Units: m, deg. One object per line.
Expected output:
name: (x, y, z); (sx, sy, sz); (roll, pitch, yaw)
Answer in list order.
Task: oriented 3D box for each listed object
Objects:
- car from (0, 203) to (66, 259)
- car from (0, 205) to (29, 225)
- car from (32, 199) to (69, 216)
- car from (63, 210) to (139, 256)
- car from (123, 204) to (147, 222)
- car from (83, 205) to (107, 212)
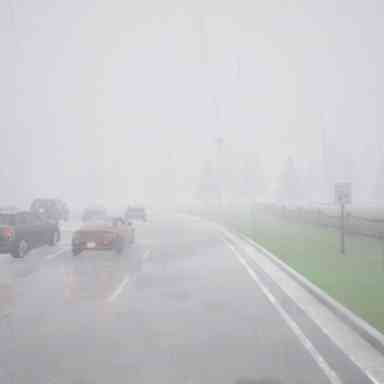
car: (-7.051, 1.509, 13.379); (2.097, 1.767, 4.553); (0, -1, -1)
car: (-15.477, 1.894, 28.104); (1.994, 1.385, 4.181); (0, -1, -11)
car: (-11.829, 1.550, 27.728); (2.150, 2.045, 5.566); (0, 0, -10)
car: (-3.564, 1.689, 13.851); (1.812, 1.442, 4.674); (0, 0, -2)
car: (-5.099, 1.842, 29.729); (2.128, 1.511, 4.902); (0, -1, -11)
car: (-8.635, 1.872, 29.565); (1.812, 1.442, 4.674); (0, 0, -11)
